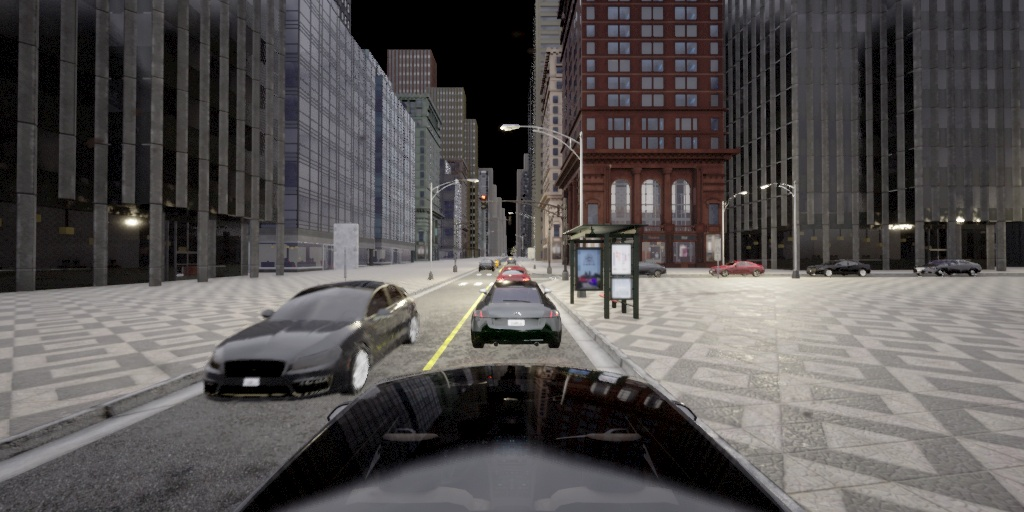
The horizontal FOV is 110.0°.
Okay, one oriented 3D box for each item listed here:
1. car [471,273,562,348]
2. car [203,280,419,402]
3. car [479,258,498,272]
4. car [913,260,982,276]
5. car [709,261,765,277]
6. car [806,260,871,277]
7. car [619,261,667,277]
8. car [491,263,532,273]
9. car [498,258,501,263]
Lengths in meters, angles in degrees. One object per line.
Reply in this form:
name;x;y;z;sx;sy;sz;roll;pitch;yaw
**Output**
car;0.092;1.314;9.229;1.994;1.385;4.181;0;0;0
car;-3.105;1.256;6.696;1.837;1.490;4.892;0;0;0
car;-3.138;1.168;45.573;1.882;1.535;5.008;0;0;0
car;40.172;1.085;33.169;4.902;1.511;2.128;0;-1;1
car;20.778;1.193;33.207;4.674;1.442;1.812;0;-1;0
car;30.135;1.111;33.198;5.008;1.535;1.882;0;-1;0
car;11.842;1.223;33.203;4.674;1.442;1.812;0;-1;-2
car;0.101;1.268;19.063;1.812;1.442;4.674;0;0;1
car;-3.140;1.137;57.492;1.882;1.535;5.008;0;0;0
